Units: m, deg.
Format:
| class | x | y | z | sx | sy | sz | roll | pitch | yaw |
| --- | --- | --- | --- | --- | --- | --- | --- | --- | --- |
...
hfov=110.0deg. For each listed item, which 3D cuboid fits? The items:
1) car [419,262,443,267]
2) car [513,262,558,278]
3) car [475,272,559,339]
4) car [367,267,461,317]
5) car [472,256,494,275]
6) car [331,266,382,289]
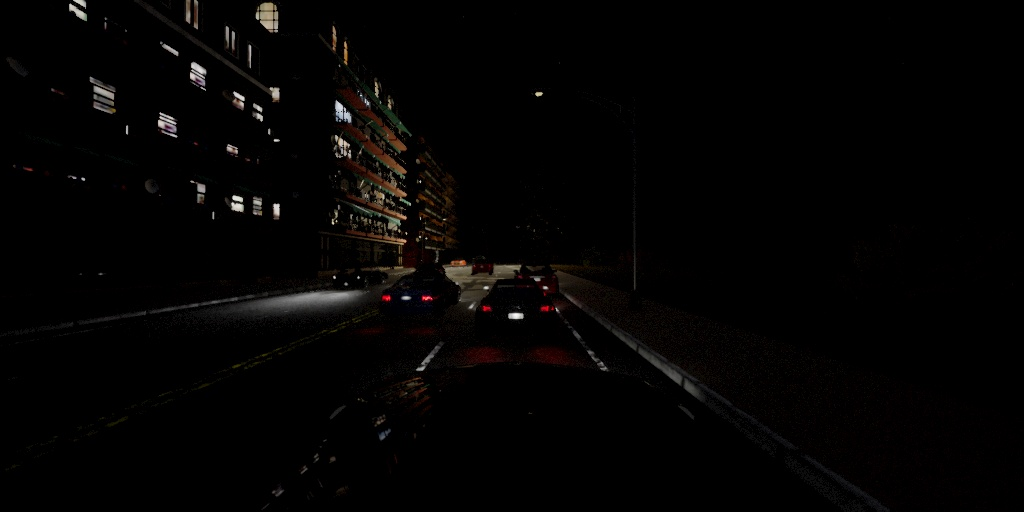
| class | x | y | z | sx | sy | sz | roll | pitch | yaw |
| --- | --- | --- | --- | --- | --- | --- | --- | --- | --- |
| car | -6.559 | 1.259 | 28.750 | 1.837 | 1.490 | 4.892 | 0 | 0 | 0 |
| car | 1.163 | 1.104 | 18.624 | 2.097 | 1.767 | 4.553 | 0 | 0 | 0 |
| car | 0.107 | 1.316 | 10.045 | 1.994 | 1.385 | 4.181 | 0 | 0 | 1 |
| car | -3.131 | 1.299 | 13.138 | 2.033 | 1.411 | 5.357 | 0 | 0 | 0 |
| car | -3.092 | 1.105 | 38.933 | 2.097 | 1.767 | 4.553 | 0 | 0 | 0 |
| car | -9.816 | 1.354 | 23.434 | 1.895 | 1.301 | 4.718 | 0 | 0 | 0 |
